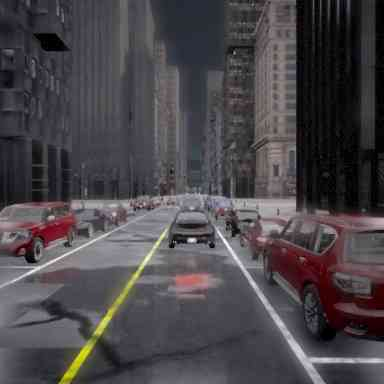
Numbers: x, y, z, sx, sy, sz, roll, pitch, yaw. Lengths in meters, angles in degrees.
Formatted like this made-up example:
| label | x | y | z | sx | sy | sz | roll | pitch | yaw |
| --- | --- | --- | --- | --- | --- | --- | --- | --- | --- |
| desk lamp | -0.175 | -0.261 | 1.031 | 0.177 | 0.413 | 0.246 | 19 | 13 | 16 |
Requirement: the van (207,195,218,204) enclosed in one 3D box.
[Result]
| label | x | y | z | sx | sy | sz | roll | pitch | yaw |
| --- | --- | --- | --- | --- | --- | --- | --- | --- | --- |
| van | 2.759 | 1.339 | 34.432 | 1.690 | 1.788 | 3.998 | 0 | 0 | 0 |

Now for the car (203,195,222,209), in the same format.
| label | x | y | z | sx | sy | sz | roll | pitch | yaw |
| --- | --- | --- | --- | --- | --- | --- | --- | --- | --- |
| car | 2.759 | 1.313 | 45.636 | 2.192 | 1.841 | 5.009 | 0 | 0 | 0 |

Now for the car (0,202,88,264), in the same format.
| label | x | y | z | sx | sy | sz | roll | pitch | yaw |
| --- | --- | --- | --- | --- | --- | --- | --- | --- | --- |
| car | -5.766 | 1.313 | 12.022 | 2.192 | 1.841 | 5.009 | 0 | 0 | 0 |

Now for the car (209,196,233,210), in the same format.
| label | x | y | z | sx | sy | sz | roll | pitch | yaw |
| --- | --- | --- | --- | --- | --- | --- | --- | --- | --- |
| car | 2.759 | 1.438 | 28.830 | 1.967 | 1.590 | 4.097 | 0 | 0 | 0 |

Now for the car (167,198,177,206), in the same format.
| label | x | y | z | sx | sy | sz | roll | pitch | yaw |
| --- | --- | --- | --- | --- | --- | --- | --- | --- | --- |
| car | -3.000 | 1.599 | 54.650 | 1.994 | 1.385 | 4.181 | 0 | 0 | 0 |

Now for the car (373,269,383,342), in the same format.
| label | x | y | z | sx | sy | sz | roll | pitch | yaw |
| --- | --- | --- | --- | --- | --- | --- | --- | --- | --- |
| car | 2.760 | 1.524 | 0.991 | 1.752 | 1.417 | 4.829 | 0 | 0 | 0 |

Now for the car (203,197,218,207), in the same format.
| label | x | y | z | sx | sy | sz | roll | pitch | yaw |
| --- | --- | --- | --- | --- | --- | --- | --- | --- | --- |
| car | 2.760 | 1.549 | 51.238 | 2.008 | 1.369 | 4.403 | 0 | 0 | 0 |

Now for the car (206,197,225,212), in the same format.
| label | x | y | z | sx | sy | sz | roll | pitch | yaw |
| --- | --- | --- | --- | --- | --- | --- | --- | --- | --- |
| car | 2.759 | 1.438 | 40.034 | 1.967 | 1.590 | 4.097 | 0 | 0 | 0 |

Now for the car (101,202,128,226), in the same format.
| label | x | y | z | sx | sy | sz | roll | pitch | yaw |
| --- | --- | --- | --- | --- | --- | --- | --- | --- | --- |
| car | -5.766 | 1.438 | 23.226 | 1.967 | 1.590 | 4.097 | 0 | 0 | 0 |

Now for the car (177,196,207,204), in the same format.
| label | x | y | z | sx | sy | sz | roll | pitch | yaw |
| --- | --- | --- | --- | --- | --- | --- | --- | --- | --- |
| car | 0.000 | 1.365 | 29.621 | 2.097 | 1.767 | 4.553 | 0 | 0 | 0 |

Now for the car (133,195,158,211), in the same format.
| label | x | y | z | sx | sy | sz | roll | pitch | yaw |
| --- | --- | --- | --- | --- | --- | --- | --- | --- | --- |
| car | -5.766 | 1.313 | 40.033 | 2.192 | 1.841 | 5.009 | 0 | 0 | 0 |

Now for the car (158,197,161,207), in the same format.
| label | x | y | z | sx | sy | sz | roll | pitch | yaw |
| --- | --- | --- | --- | --- | --- | --- | --- | --- | --- |
| car | -5.766 | 1.523 | 45.465 | 1.752 | 1.417 | 4.829 | 0 | 0 | 0 |

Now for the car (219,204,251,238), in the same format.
| label | x | y | z | sx | sy | sz | roll | pitch | yaw |
| --- | --- | --- | --- | --- | --- | --- | --- | --- | --- |
| car | 2.760 | 1.564 | 17.627 | 1.947 | 1.339 | 4.313 | 0 | 0 | 0 |

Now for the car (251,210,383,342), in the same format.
| label | x | y | z | sx | sy | sz | roll | pitch | yaw |
| --- | --- | --- | --- | --- | --- | --- | --- | --- | --- |
| car | 2.759 | 1.314 | 6.424 | 2.192 | 1.841 | 5.009 | 0 | 0 | 0 |

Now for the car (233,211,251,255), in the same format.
| label | x | y | z | sx | sy | sz | roll | pitch | yaw |
| --- | --- | --- | --- | --- | --- | --- | --- | --- | --- |
| car | 2.760 | 1.580 | 12.025 | 1.802 | 1.307 | 4.206 | 0 | 0 | 0 |

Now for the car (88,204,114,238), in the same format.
| label | x | y | z | sx | sy | sz | roll | pitch | yaw |
| --- | --- | --- | --- | --- | --- | --- | --- | --- | --- |
| car | -5.765 | 1.564 | 17.624 | 1.947 | 1.339 | 4.313 | 0 | 0 | 0 |

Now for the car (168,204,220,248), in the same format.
| label | x | y | z | sx | sy | sz | roll | pitch | yaw |
| --- | --- | --- | --- | --- | --- | --- | --- | --- | --- |
| car | 0.000 | 1.516 | 14.651 | 1.837 | 1.490 | 4.892 | 0 | 0 | 0 |
